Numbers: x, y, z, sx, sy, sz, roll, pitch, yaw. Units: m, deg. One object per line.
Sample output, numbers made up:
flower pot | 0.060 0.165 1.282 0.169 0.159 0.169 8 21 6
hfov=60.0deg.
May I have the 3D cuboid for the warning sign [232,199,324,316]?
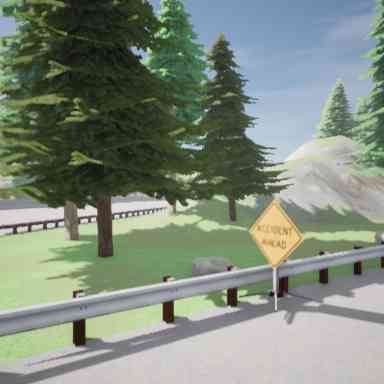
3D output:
warning sign | 1.578 1.087 6.250 1.060 1.860 1.300 0 0 -35
